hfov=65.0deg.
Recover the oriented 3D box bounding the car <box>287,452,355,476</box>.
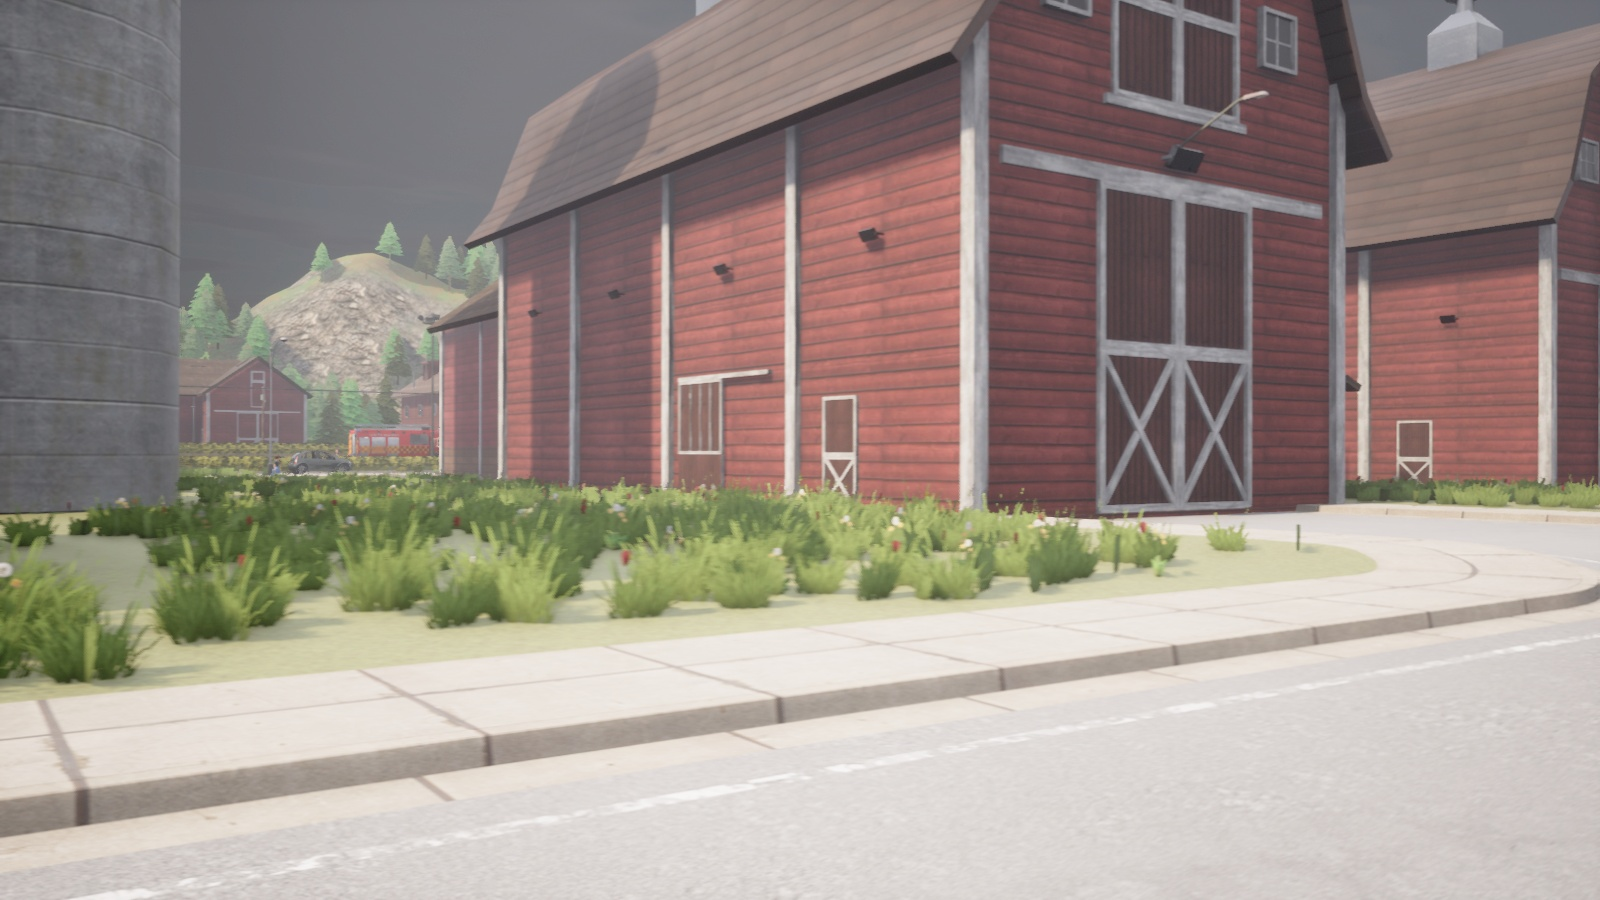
[{"bbox_3d":[-32.420,0.947,85.070,3.988,1.617,1.851,0,0,-34],"label":"car"}]
